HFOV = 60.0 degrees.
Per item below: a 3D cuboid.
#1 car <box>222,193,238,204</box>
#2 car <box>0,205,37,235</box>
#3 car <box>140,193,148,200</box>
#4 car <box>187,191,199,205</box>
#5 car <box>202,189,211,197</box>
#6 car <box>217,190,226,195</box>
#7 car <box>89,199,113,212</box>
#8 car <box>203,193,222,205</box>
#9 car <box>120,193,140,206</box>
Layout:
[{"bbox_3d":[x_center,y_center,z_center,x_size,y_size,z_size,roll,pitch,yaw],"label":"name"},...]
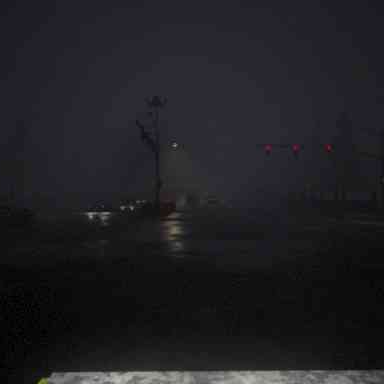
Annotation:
[{"bbox_3d":[7.114,1.429,60.241,1.812,1.442,4.674,0,2,0],"label":"car"},{"bbox_3d":[-10.576,1.503,18.720,2.128,1.511,4.902,0,0,0],"label":"car"},{"bbox_3d":[-10.528,0.851,70.331,2.033,1.411,5.357,0,3,0],"label":"car"},{"bbox_3d":[0.119,1.294,58.858,2.097,1.767,4.553,0,1,0],"label":"car"},{"bbox_3d":[3.440,0.087,77.998,2.097,1.767,4.553,0,7,0],"label":"car"},{"bbox_3d":[6.940,0.254,78.026,1.812,1.442,4.674,0,7,0],"label":"car"},{"bbox_3d":[-10.548,1.549,38.960,1.812,1.442,4.674,0,0,0],"label":"car"},{"bbox_3d":[3.618,1.427,59.125,2.128,1.511,4.902,0,2,0],"label":"car"},{"bbox_3d":[-10.552,1.359,55.345,2.097,1.767,4.553,0,1,0],"label":"car"}]
